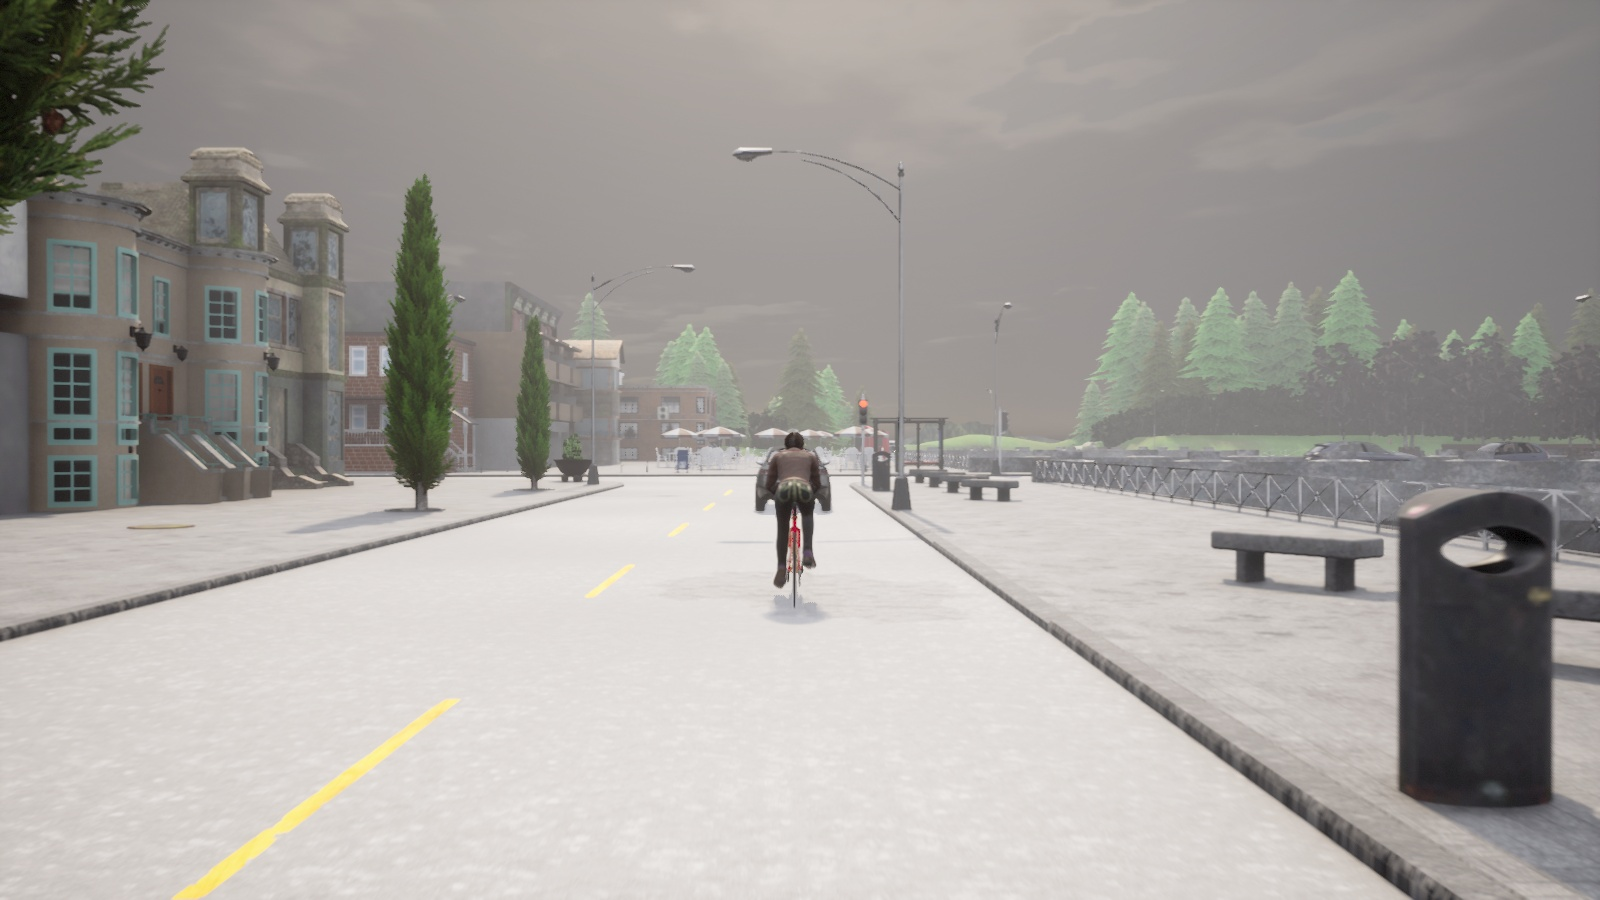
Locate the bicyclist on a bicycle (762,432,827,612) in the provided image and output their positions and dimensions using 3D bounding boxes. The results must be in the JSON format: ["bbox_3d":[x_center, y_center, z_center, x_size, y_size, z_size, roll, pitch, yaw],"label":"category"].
[{"bbox_3d":[-0.050,0.651,12.113,0.582,1.620,1.656,0,0,0],"label":"bicyclist on a bicycle"}]

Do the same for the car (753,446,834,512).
[{"bbox_3d":[-0.153,0.641,30.103,1.816,1.474,4.193,0,0,0],"label":"car"}]

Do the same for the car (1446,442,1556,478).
[{"bbox_3d":[31.897,0.438,57.210,3.988,1.617,1.851,0,0,0],"label":"car"}]

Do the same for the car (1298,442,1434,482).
[{"bbox_3d":[23.914,0.481,53.159,4.856,1.649,2.033,0,0,-1],"label":"car"}]
